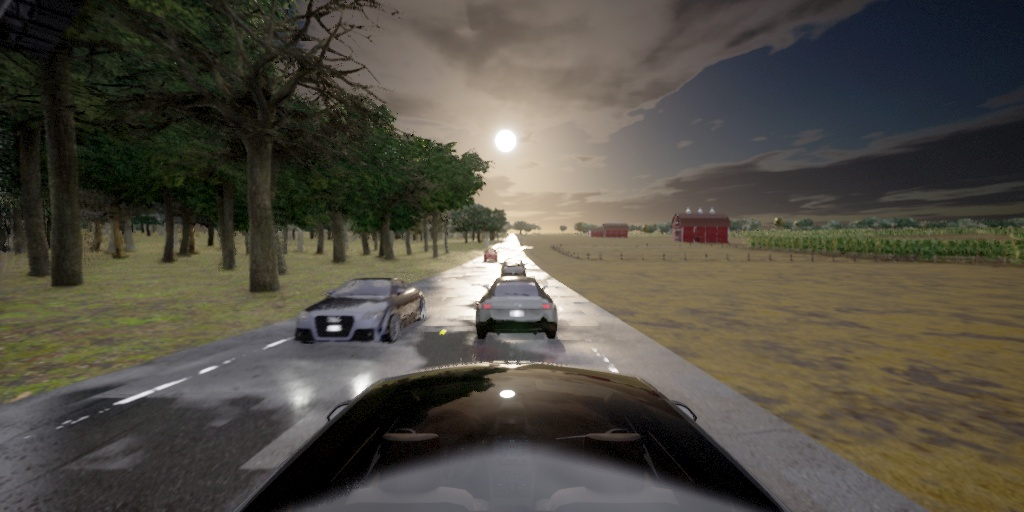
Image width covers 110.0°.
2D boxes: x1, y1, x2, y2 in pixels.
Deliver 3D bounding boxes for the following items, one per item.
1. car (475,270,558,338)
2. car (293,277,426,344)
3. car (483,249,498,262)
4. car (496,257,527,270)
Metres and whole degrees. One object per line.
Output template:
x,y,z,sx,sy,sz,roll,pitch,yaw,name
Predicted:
0.101,1.248,9.979,1.994,1.385,4.181,0,0,0,car
-3.598,1.256,9.243,1.994,1.385,4.181,0,0,0,car
-3.505,-0.188,59.939,2.150,2.045,5.566,0,2,0,car
0.100,0.984,27.666,2.128,1.511,4.902,0,0,0,car
